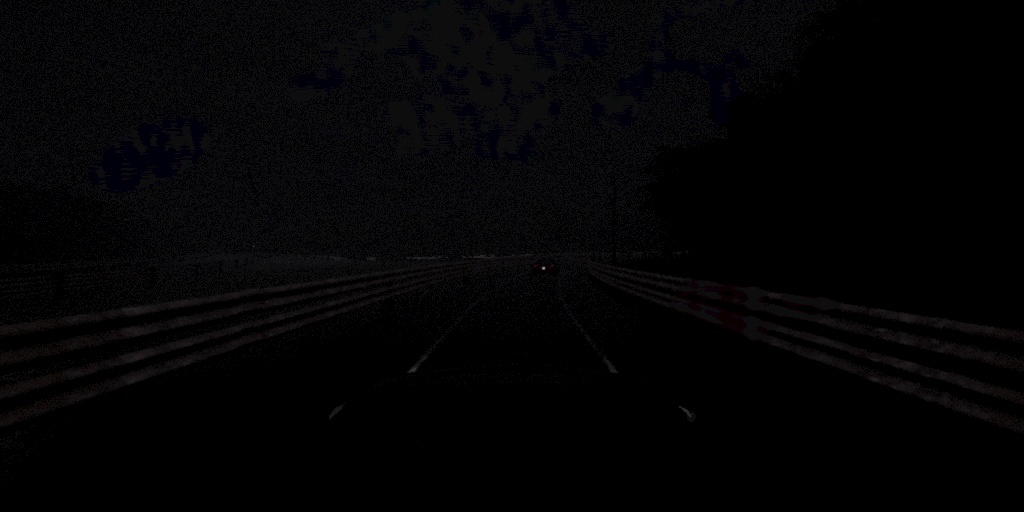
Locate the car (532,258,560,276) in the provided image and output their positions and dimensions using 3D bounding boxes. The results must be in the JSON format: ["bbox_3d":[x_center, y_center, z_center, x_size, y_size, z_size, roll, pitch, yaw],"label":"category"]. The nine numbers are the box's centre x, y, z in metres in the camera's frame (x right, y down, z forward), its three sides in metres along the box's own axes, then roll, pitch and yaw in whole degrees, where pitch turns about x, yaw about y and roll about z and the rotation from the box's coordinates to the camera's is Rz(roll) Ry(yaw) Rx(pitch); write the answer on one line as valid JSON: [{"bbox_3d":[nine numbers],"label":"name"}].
[{"bbox_3d":[2.942,0.891,30.466,1.994,1.385,4.181,0,1,12],"label":"car"}]

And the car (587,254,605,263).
[{"bbox_3d":[13.705,0.323,58.152,2.033,1.411,5.357,1,1,30],"label":"car"}]
